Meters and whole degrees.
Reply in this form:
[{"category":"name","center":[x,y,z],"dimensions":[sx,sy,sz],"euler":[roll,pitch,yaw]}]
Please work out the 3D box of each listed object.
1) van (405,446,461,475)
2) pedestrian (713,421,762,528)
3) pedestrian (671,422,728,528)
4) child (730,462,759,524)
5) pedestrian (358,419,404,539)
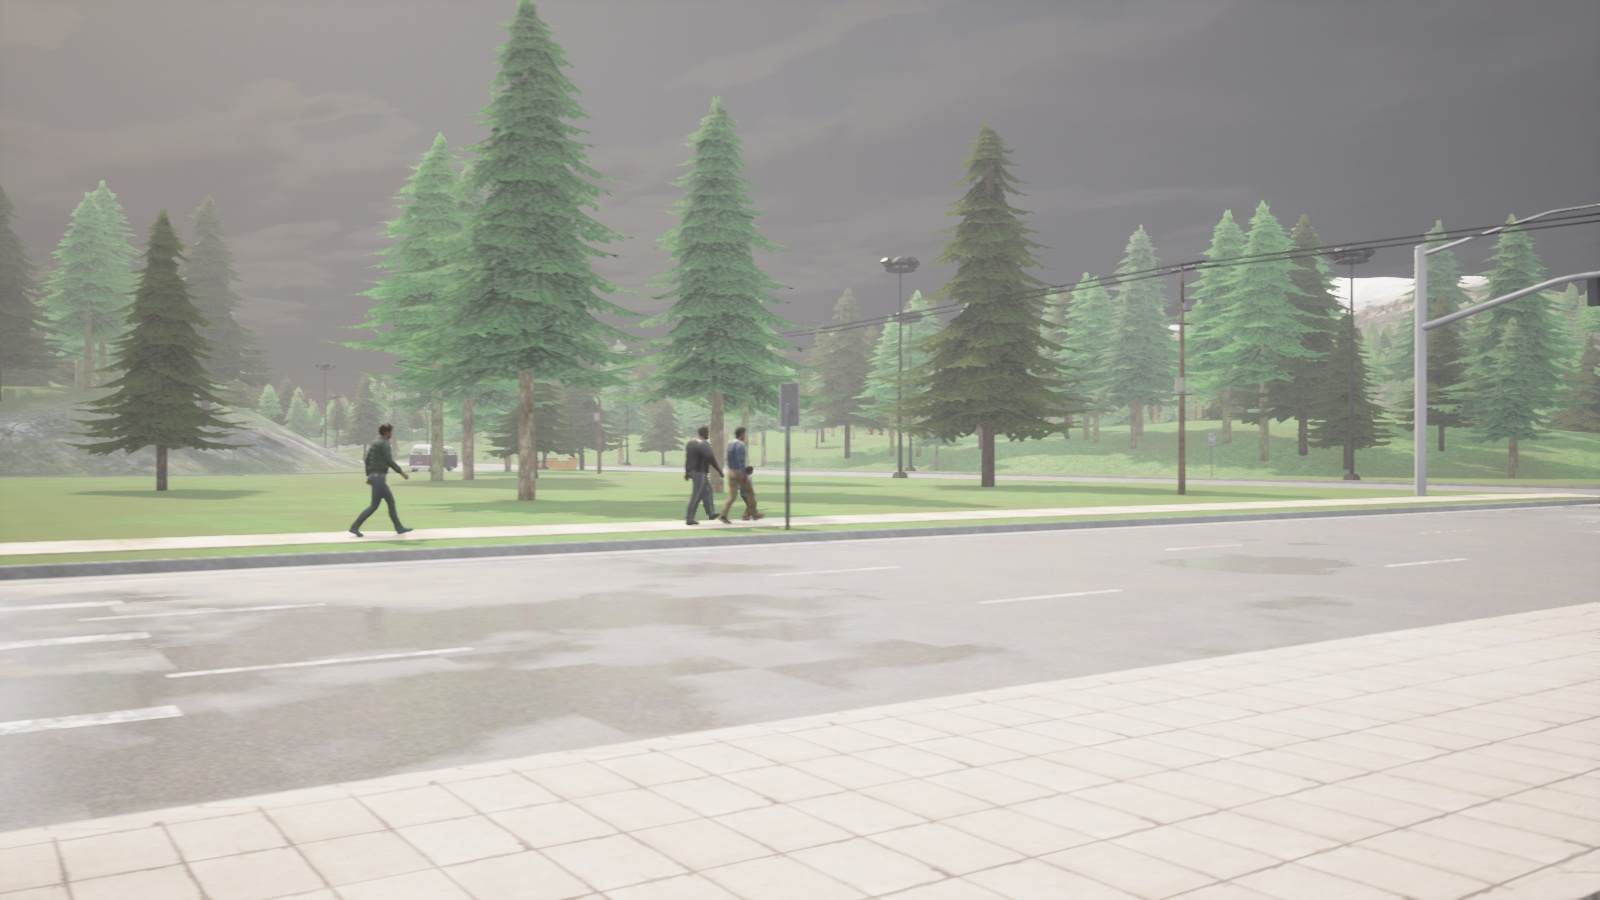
[{"category":"van","center":[-26.388,0.746,90.429],"dimensions":[2.069,2.038,4.480],"euler":[0,0,11]},{"category":"pedestrian","center":[-1.157,0.443,23.171],"dimensions":[0.788,1.949,0.423],"euler":[0,0,-33]},{"category":"pedestrian","center":[-1.812,0.443,22.668],"dimensions":[0.849,1.883,0.563],"euler":[0,0,-34]},{"category":"child","center":[-1.065,0.825,24.222],"dimensions":[0.448,1.192,0.343],"euler":[0,0,-35]},{"category":"pedestrian","center":[-6.520,0.445,19.538],"dimensions":[0.614,1.847,0.353],"euler":[0,0,-34]}]
